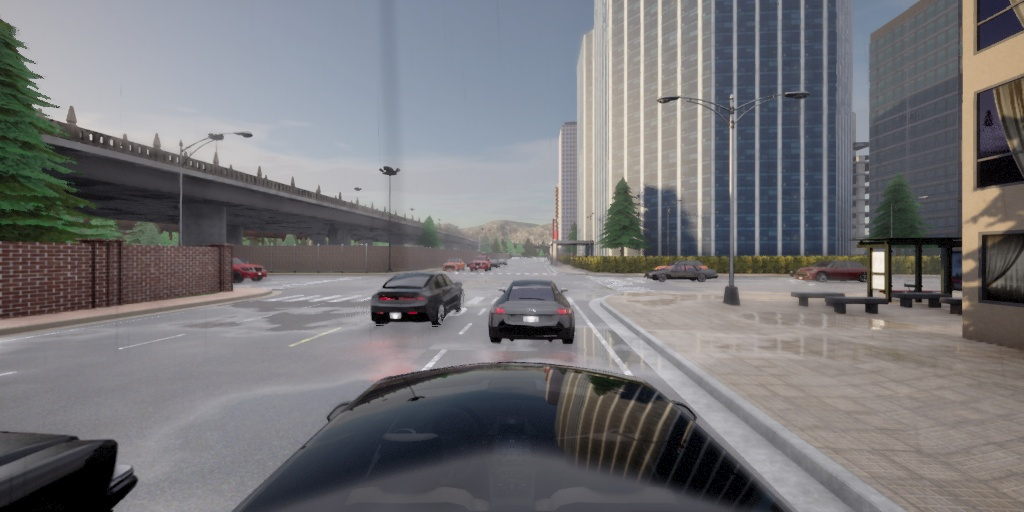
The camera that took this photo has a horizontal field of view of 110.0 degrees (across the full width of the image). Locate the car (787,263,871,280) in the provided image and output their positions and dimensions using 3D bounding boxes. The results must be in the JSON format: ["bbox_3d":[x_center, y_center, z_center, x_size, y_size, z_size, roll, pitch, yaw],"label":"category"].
[{"bbox_3d":[27.572,1.352,31.329,5.357,1.411,2.033,0,0,4],"label":"car"}]

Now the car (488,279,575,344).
[{"bbox_3d":[0.557,1.314,9.633,1.994,1.385,4.181,0,0,4],"label":"car"}]

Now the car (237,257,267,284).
[{"bbox_3d":[-22.133,1.027,27.750,5.566,2.045,2.150,0,0,4],"label":"car"}]

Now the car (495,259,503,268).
[{"bbox_3d":[-3.104,1.228,58.952,1.882,1.535,5.008,0,1,4],"label":"car"}]

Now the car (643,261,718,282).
[{"bbox_3d":[13.507,1.353,28.853,5.357,1.411,2.033,0,0,4],"label":"car"}]

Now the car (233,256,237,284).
[{"bbox_3d":[-22.268,1.027,24.244,5.566,2.045,2.150,0,0,4],"label":"car"}]

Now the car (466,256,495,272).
[{"bbox_3d":[-4.000,0.971,46.554,2.150,2.045,5.566,0,0,4],"label":"car"}]

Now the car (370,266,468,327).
[{"bbox_3d":[-2.835,1.257,11.612,1.837,1.490,4.892,0,1,4],"label":"car"}]

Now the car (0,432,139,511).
[{"bbox_3d":[-3.411,1.351,0.158,1.895,1.301,4.718,0,0,1],"label":"car"}]

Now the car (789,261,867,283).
[{"bbox_3d":[24.949,1.159,28.011,4.553,1.767,2.097,0,0,4],"label":"car"}]

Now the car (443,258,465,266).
[{"bbox_3d":[-7.534,1.102,46.595,2.097,1.767,4.553,0,0,5],"label":"car"}]

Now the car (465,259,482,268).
[{"bbox_3d":[-6.475,1.297,60.718,2.033,1.411,5.357,0,0,4],"label":"car"}]
